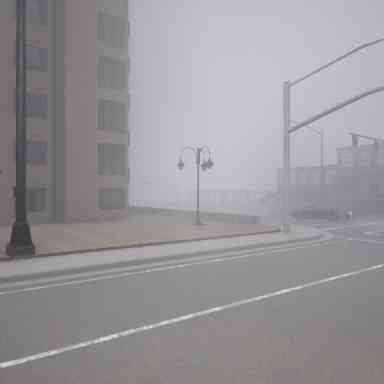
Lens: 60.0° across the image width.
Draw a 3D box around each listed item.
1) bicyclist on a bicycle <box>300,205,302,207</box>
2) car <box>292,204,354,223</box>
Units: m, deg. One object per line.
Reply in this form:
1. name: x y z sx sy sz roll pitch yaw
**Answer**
1. bicyclist on a bicycle: 13.543 2.464 40.664 1.656 1.620 0.582 0 -8 -35
2. car: 10.293 1.668 26.554 2.128 1.511 4.902 0 -4 -36
